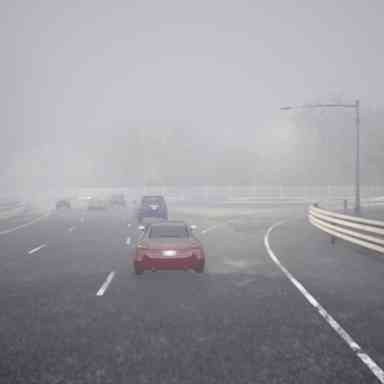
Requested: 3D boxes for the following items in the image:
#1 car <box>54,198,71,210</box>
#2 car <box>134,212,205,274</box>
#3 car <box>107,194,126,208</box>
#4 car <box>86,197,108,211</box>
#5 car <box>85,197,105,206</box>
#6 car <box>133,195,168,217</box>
[{"bbox_3d":[-17.512,1.563,45.056,1.837,1.490,4.892,0,0,-25],"label":"car"},{"bbox_3d":[-0.773,1.566,10.688,1.994,1.385,4.181,0,0,-5],"label":"car"},{"bbox_3d":[-11.225,1.258,48.200,2.150,2.045,5.566,0,0,-26],"label":"car"},{"bbox_3d":[-12.218,1.604,42.060,1.994,1.385,4.181,0,0,-22],"label":"car"},{"bbox_3d":[-17.281,1.605,59.212,2.033,1.411,5.357,0,0,-32],"label":"car"},{"bbox_3d":[-3.325,1.232,26.135,2.150,2.045,5.566,0,0,-14],"label":"car"}]
